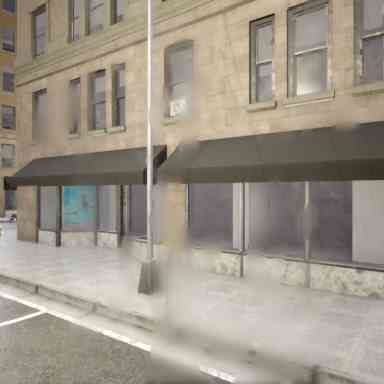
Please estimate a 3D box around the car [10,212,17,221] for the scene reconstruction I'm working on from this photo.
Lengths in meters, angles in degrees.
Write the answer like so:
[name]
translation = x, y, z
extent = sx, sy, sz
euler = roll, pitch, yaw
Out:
[car]
translation = -11.204, 1.636, 26.125
extent = 2.033, 1.411, 5.357
euler = 0, 0, 36
